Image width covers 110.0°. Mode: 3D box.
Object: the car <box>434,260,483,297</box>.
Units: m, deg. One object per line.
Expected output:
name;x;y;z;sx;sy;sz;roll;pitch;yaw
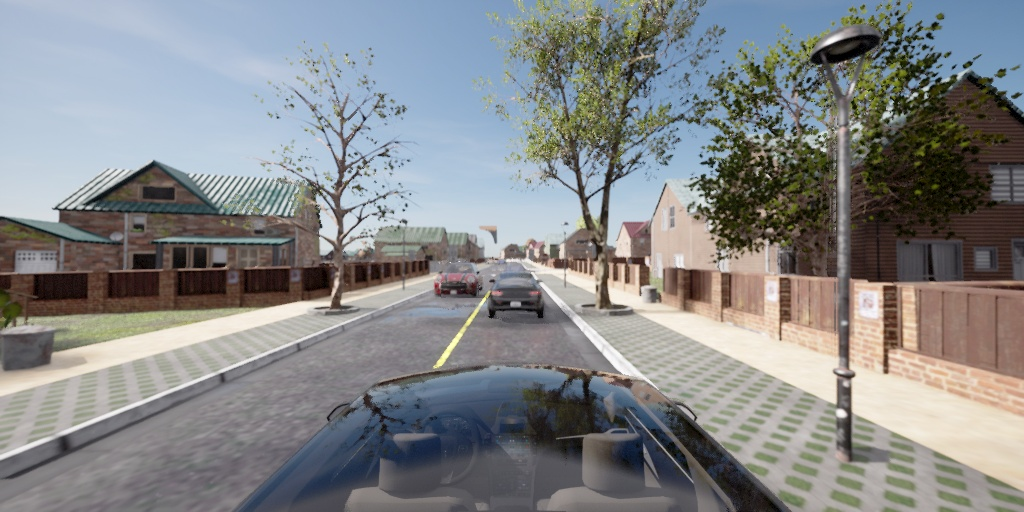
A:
car;-2.738;1.137;19.137;2.097;1.767;4.553;0;0;0

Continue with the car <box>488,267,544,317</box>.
car;0.144;1.298;13.187;1.812;1.442;4.674;0;0;1

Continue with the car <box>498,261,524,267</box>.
car;0.223;1.348;26.972;2.033;1.411;5.357;0;0;1
